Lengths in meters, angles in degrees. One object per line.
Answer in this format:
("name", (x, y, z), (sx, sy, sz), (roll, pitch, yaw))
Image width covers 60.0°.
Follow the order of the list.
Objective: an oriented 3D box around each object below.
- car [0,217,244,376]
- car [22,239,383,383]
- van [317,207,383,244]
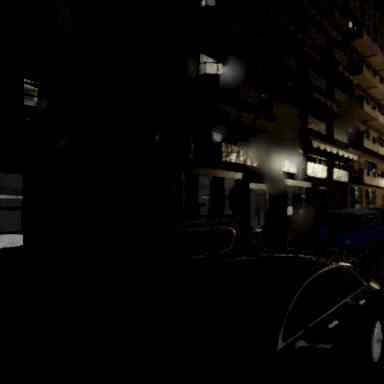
("car", (-0.904, 1.448, 5.903), (2.192, 1.841, 5.009), (1, 0, 44))
("car", (0.871, 1.595, 4.075), (1.837, 1.490, 4.892), (-1, -2, 44))
("van", (6.703, 1.626, 13.927), (1.690, 1.788, 3.998), (1, 0, 44))
